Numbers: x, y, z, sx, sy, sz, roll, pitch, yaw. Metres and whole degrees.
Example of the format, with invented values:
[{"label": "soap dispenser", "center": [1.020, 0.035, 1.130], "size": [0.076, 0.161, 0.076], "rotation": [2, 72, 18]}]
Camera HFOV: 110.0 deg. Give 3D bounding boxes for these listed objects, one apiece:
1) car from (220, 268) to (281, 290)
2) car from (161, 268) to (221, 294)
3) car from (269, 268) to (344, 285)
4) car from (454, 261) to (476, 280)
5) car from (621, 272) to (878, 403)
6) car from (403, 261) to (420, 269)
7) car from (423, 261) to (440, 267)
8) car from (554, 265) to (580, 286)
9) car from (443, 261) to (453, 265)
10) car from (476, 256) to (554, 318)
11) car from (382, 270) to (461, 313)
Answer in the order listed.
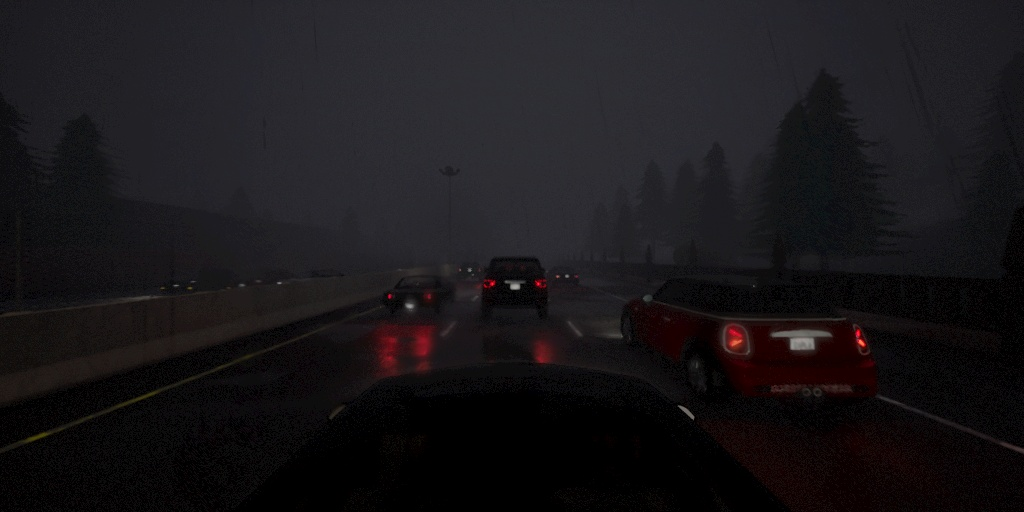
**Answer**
[{"label": "car", "center": [-14.102, 1.380, 20.794], "size": [1.994, 1.385, 4.181], "rotation": [0, 0, 0]}, {"label": "car", "center": [-17.603, 1.380, 20.778], "size": [1.994, 1.385, 4.181], "rotation": [0, 0, 0]}, {"label": "car", "center": [-10.603, 1.413, 19.591], "size": [1.895, 1.301, 4.718], "rotation": [0, 0, 0]}, {"label": "car", "center": [-3.406, 1.206, 31.065], "size": [2.097, 1.767, 4.553], "rotation": [0, 0, 0]}, {"label": "car", "center": [3.592, 1.119, 6.552], "size": [2.097, 1.767, 4.553], "rotation": [0, 0, 0]}, {"label": "car", "center": [-17.531, 1.527, 62.537], "size": [1.994, 1.385, 4.181], "rotation": [0, 0, 1]}, {"label": "car", "center": [-14.028, 1.567, 62.513], "size": [1.895, 1.301, 4.718], "rotation": [0, 0, 1]}, {"label": "car", "center": [3.594, 1.385, 25.890], "size": [2.033, 1.411, 5.357], "rotation": [0, 0, 0]}, {"label": "car", "center": [-10.534, 1.564, 61.431], "size": [1.895, 1.301, 4.718], "rotation": [0, 0, 1]}, {"label": "car", "center": [0.096, 1.014, 13.370], "size": [2.150, 2.045, 5.566], "rotation": [0, 0, 0]}, {"label": "car", "center": [-3.403, 1.395, 14.201], "size": [1.895, 1.301, 4.718], "rotation": [0, 0, 0]}]
